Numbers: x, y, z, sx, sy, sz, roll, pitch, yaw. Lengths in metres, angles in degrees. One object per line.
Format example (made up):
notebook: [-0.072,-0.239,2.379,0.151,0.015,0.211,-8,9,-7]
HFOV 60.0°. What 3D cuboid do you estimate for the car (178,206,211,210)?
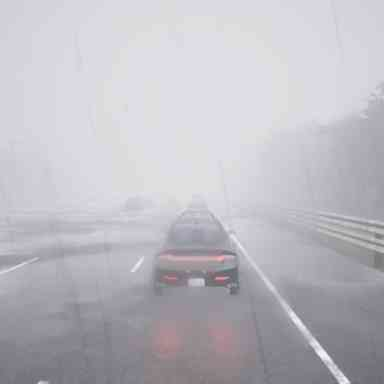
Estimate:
car: [0.238,1.530,15.318,1.895,1.301,4.718,0,0,1]

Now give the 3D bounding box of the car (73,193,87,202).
car: [-23.809,1.164,71.836,2.150,2.045,5.566,0,0,0]

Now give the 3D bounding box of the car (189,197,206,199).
car: [0.708,1.523,36.099,1.994,1.385,4.181,0,0,1]

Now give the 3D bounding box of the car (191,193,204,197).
car: [0.824,1.224,47.939,2.150,2.045,5.566,0,0,0]

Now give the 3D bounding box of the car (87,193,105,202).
car: [-20.310,1.187,71.862,2.150,2.045,5.566,0,0,0]

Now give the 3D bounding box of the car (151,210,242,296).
car: [0.121,1.441,8.527,2.128,1.511,4.902,0,0,1]

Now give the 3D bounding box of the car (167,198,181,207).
car: [-2.673,1.531,49.316,2.033,1.411,5.357,0,0,0]

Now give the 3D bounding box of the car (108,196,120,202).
car: [-16.812,1.537,71.917,1.994,1.385,4.181,0,0,0]

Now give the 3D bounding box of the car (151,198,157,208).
car: [-6.178,1.559,48.492,1.895,1.301,4.718,0,0,1]

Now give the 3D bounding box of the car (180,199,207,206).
car: [0.416,1.478,24.488,2.033,1.411,5.357,0,0,1]

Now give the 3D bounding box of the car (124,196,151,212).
car: [-6.274,1.274,37.644,2.097,1.767,4.553,0,0,1]
